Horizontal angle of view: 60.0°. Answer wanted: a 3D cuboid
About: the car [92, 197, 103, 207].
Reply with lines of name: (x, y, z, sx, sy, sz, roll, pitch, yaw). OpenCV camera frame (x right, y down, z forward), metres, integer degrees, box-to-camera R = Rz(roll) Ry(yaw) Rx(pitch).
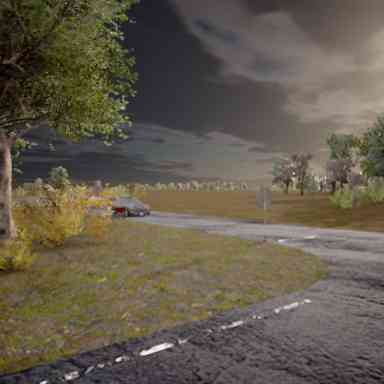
car: (-13.150, 1.398, 45.973, 1.882, 1.535, 5.008, 0, 0, -35)

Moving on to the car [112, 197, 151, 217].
car: (-5.524, 1.259, 29.798, 2.097, 1.767, 4.553, 0, 0, -35)
